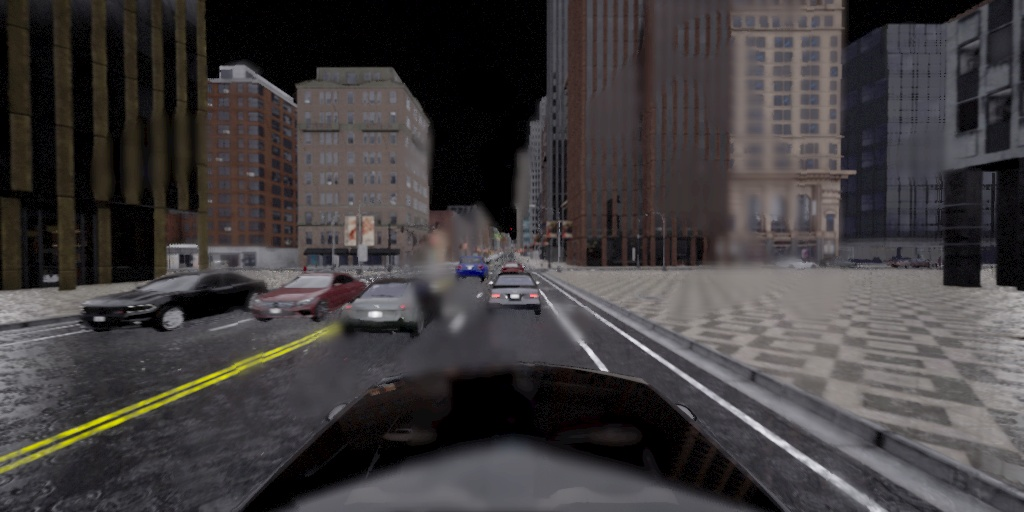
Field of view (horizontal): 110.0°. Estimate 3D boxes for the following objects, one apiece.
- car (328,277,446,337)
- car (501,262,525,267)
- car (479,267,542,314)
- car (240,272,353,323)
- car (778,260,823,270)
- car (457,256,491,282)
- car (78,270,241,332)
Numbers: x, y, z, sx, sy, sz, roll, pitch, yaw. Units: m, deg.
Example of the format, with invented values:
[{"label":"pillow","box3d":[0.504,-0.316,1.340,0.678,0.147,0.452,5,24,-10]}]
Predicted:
[{"label":"car","box3d":[-3.168,1.322,10.324,1.994,1.385,4.181,0,0,0]},{"label":"car","box3d":[0.085,1.265,31.643,1.882,1.535,5.008,0,0,0]},{"label":"car","box3d":[0.092,1.309,13.709,2.033,1.411,5.357,0,0,0]},{"label":"car","box3d":[-6.604,1.285,12.338,1.812,1.442,4.674,0,0,0]},{"label":"car","box3d":[38.593,1.221,48.445,4.674,1.442,1.812,0,1,0]},{"label":"car","box3d":[-3.165,1.004,29.528,2.150,2.045,5.566,0,0,0]},{"label":"car","box3d":[-9.853,1.235,11.057,1.882,1.535,5.008,0,0,0]}]
